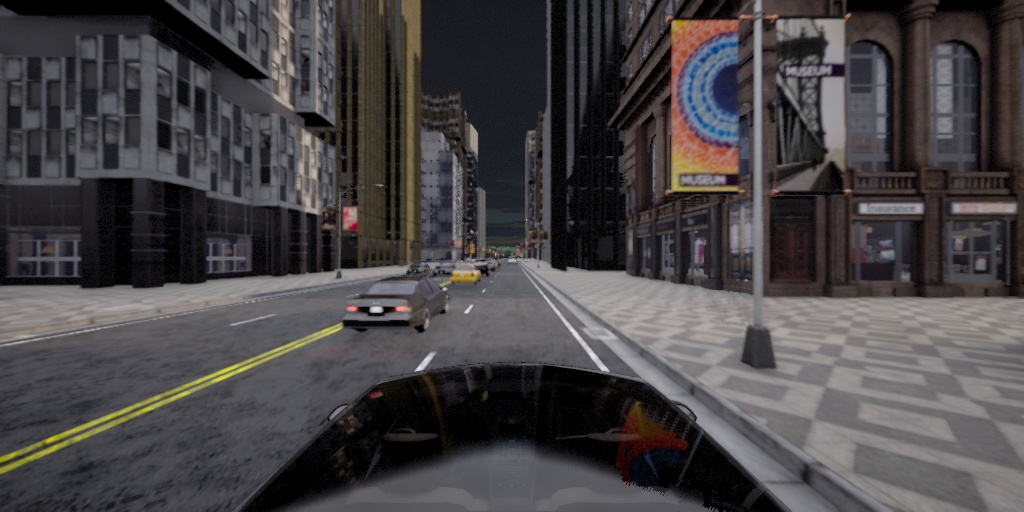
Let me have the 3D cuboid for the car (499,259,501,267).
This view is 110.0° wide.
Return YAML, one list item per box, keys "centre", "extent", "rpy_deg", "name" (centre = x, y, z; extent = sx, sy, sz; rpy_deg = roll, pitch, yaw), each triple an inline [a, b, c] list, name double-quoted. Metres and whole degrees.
- centre: [-3.243, 1.262, 58.963]
  extent: [1.801, 1.575, 5.366]
  rpy_deg: [0, 0, 0]
  name: "car"

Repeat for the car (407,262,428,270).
- centre: [-9.834, 1.348, 38.408]
  extent: [1.994, 1.385, 4.181]
  rpy_deg: [0, 0, 0]
  name: "car"

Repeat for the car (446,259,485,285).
- centre: [-3.248, 1.227, 25.963]
  extent: [1.801, 1.575, 5.366]
  rpy_deg: [0, 0, 0]
  name: "car"

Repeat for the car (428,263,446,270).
- centre: [-6.586, 1.344, 35.566]
  extent: [1.994, 1.385, 4.181]
  rpy_deg: [0, 0, 0]
  name: "car"

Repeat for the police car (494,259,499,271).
- centre: [-3.245, 1.298, 47.774]
  extent: [2.038, 1.542, 4.974]
  rpy_deg: [0, 0, 0]
  name: "police car"

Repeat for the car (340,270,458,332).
- centre: [-3.148, 1.301, 10.835]
  extent: [2.033, 1.411, 5.357]
  rpy_deg: [0, 0, 0]
  name: "car"

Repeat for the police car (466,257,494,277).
- centre: [-3.246, 1.207, 36.883]
  extent: [1.930, 1.638, 5.238]
  rpy_deg: [0, 0, 0]
  name: "police car"
